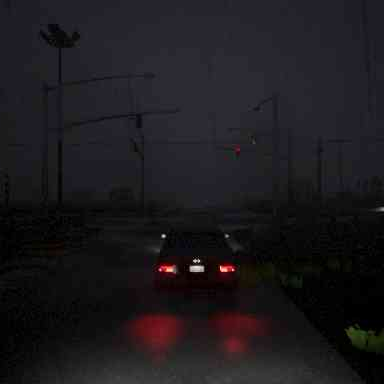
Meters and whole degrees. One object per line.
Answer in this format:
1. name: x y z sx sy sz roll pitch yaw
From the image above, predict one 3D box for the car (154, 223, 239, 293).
1. car: 0.090 1.547 8.996 2.033 1.411 5.357 0 0 0
